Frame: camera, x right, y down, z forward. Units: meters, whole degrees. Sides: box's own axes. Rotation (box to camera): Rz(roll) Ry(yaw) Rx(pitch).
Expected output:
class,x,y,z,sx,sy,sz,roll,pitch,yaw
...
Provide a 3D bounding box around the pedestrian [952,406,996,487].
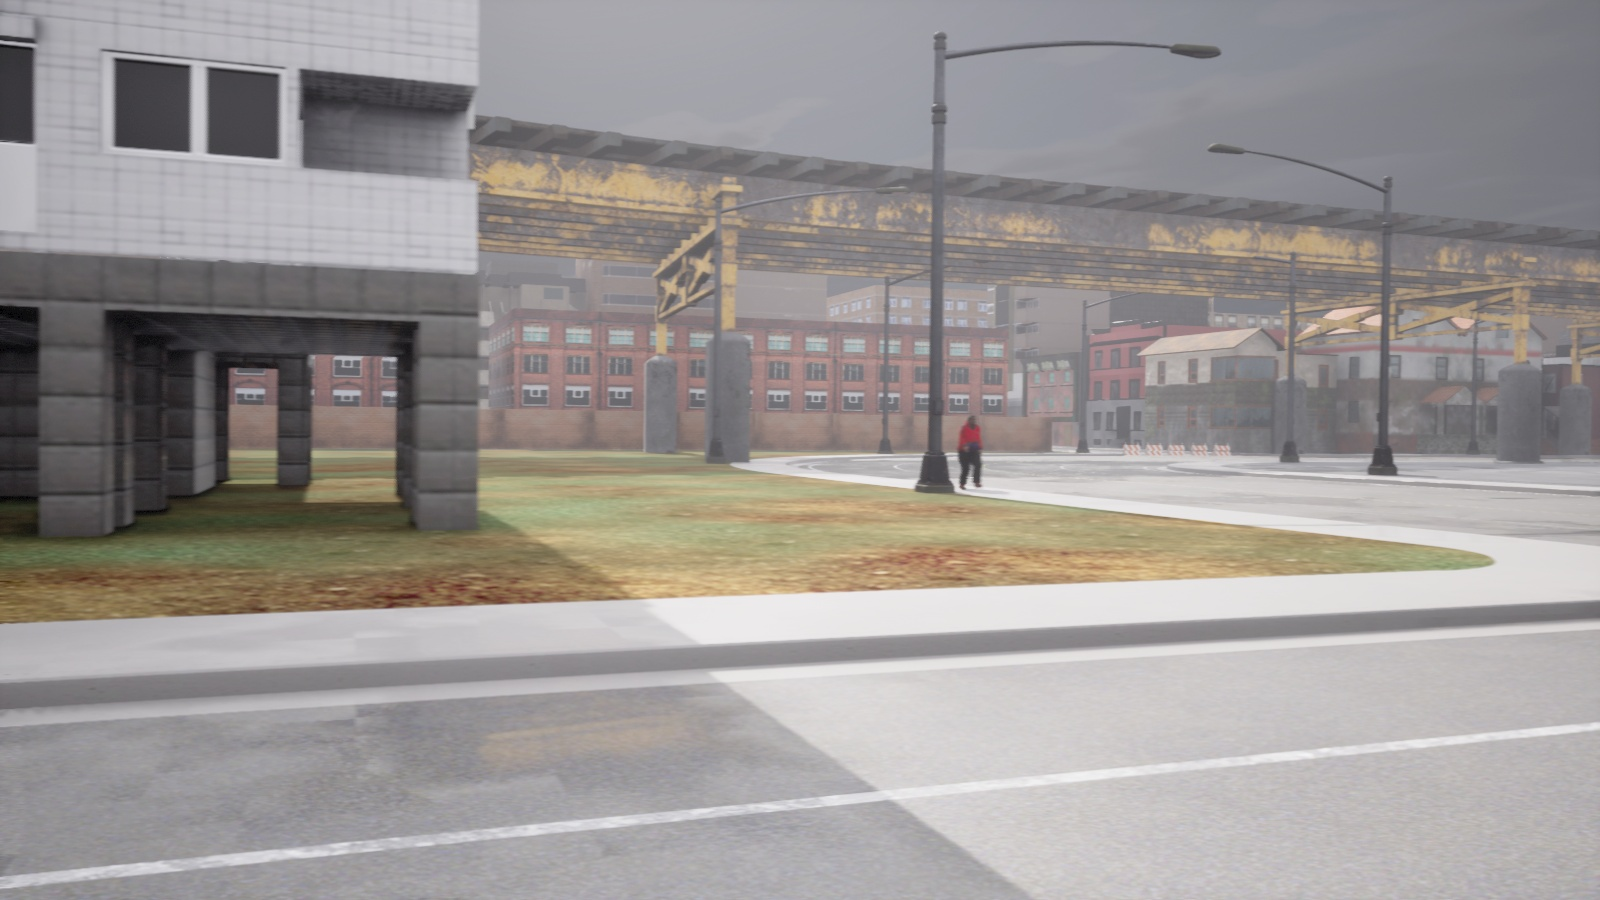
class,x,y,z,sx,sy,sz,roll,pitch,yaw
pedestrian,4.041,-0.082,29.131,0.634,1.844,0.899,-1,1,-22
